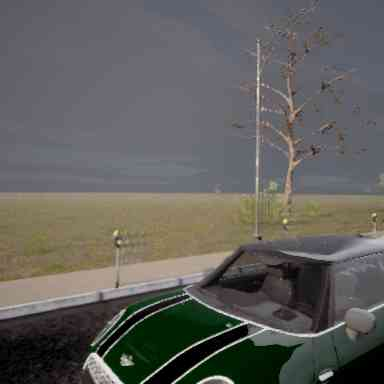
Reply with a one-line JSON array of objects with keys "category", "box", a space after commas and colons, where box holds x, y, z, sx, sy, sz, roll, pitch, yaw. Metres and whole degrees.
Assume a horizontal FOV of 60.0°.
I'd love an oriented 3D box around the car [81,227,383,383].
[{"category": "car", "box": [1.158, 1.363, 3.774, 4.553, 1.767, 2.097, 0, 0, -36]}]
